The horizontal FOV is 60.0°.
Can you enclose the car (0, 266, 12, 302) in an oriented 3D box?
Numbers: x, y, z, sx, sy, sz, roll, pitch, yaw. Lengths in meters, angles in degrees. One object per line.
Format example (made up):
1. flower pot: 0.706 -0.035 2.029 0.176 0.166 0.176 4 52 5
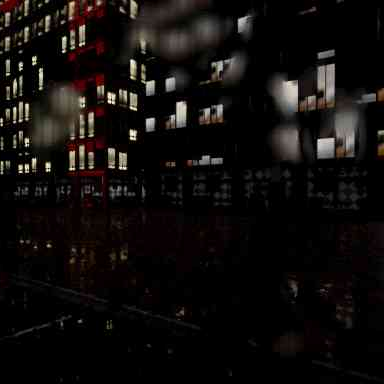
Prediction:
1. car: -5.571 1.526 6.842 4.829 1.417 1.752 0 0 36
